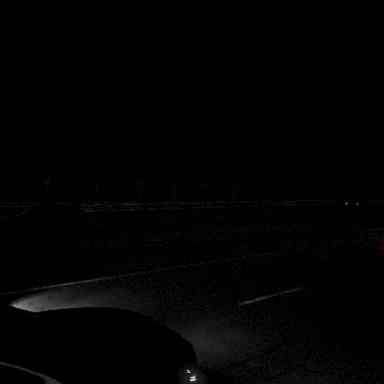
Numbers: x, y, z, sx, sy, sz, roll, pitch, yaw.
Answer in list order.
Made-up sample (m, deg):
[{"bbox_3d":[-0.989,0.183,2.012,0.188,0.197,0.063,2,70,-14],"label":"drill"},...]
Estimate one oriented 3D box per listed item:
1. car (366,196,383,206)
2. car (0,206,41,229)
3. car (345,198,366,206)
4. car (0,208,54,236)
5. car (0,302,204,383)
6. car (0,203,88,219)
[{"bbox_3d":[25.764,1.515,43.885,5.566,2.045,2.150,1,-1,-35],"label":"car"},{"bbox_3d":[-12.305,1.608,21.013,4.718,1.301,1.895,0,0,-36],"label":"car"},{"bbox_3d":[23.408,1.638,46.503,4.553,1.767,2.097,0,0,-35],"label":"car"},{"bbox_3d":[-10.268,1.608,18.168,4.718,1.301,1.895,0,0,-36],"label":"car"},{"bbox_3d":[-2.135,1.501,2.222,4.892,1.490,1.837,1,0,-36],"label":"car"},{"bbox_3d":[-7.296,1.365,15.990,4.553,1.767,2.097,0,0,-36],"label":"car"}]
